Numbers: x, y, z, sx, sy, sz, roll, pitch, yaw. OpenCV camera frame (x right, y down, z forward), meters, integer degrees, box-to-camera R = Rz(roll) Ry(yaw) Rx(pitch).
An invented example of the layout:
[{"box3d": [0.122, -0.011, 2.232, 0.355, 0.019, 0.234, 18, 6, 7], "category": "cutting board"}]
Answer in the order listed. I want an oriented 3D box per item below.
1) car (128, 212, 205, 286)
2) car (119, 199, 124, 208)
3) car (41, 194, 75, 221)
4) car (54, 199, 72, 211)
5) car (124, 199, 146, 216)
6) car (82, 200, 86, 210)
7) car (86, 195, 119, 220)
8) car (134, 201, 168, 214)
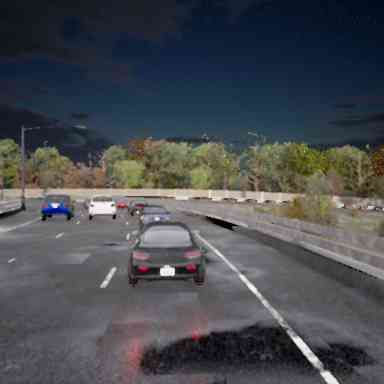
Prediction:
[{"box3d": [-0.727, 1.526, 9.362, 1.812, 1.442, 4.674, 0, 0, -5], "category": "car"}, {"box3d": [-9.628, 1.570, 44.158, 1.994, 1.385, 4.181, 0, 0, -24], "category": "car"}, {"box3d": [-11.033, 1.223, 27.614, 2.150, 2.045, 5.566, 0, -1, -16], "category": "car"}, {"box3d": [-16.741, 1.612, 42.952, 1.895, 1.301, 4.718, 0, 0, -24], "category": "car"}, {"box3d": [-5.281, 1.509, 32.587, 1.837, 1.490, 4.892, 0, 0, -16], "category": "car"}, {"box3d": [-13.287, 1.556, 43.836, 2.033, 1.411, 5.357, 0, 0, -24], "category": "car"}, {"box3d": [-7.707, 1.227, 28.678, 2.150, 2.045, 5.566, 0, 0, -15], "category": "car"}, {"box3d": [-2.428, 1.550, 21.041, 2.033, 1.411, 5.357, 0, 0, -11], "category": "car"}]
